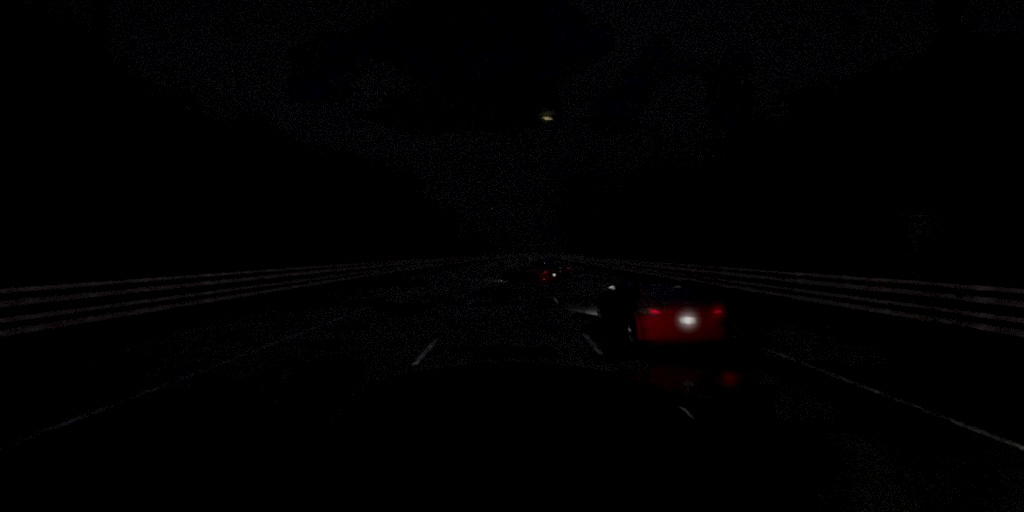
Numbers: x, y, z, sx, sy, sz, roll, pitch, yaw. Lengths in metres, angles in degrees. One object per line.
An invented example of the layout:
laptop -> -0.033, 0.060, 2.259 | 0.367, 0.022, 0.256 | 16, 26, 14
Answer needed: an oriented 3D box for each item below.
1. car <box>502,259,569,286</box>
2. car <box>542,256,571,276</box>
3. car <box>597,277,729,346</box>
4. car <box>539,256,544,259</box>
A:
car -> 1.227, 1.074, 23.033 | 1.994, 1.385, 4.181 | 0, 1, -41
car -> 3.912, 0.981, 30.962 | 2.033, 1.411, 5.357 | 0, 1, 2
car -> 3.522, 1.226, 9.157 | 1.994, 1.385, 4.181 | 0, 1, 0
car -> 4.287, 0.870, 41.860 | 1.812, 1.442, 4.674 | 0, 0, 2
